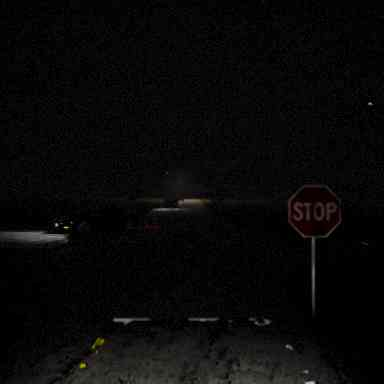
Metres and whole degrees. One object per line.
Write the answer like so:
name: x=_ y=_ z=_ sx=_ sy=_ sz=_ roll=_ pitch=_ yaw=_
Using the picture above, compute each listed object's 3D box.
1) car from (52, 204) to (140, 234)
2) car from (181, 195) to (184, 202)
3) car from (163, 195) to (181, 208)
car: x=-4.954 y=1.403 z=17.802 sx=1.837 sy=1.490 sz=4.892 roll=4 pitch=1 yaw=38
car: x=-2.722 y=1.315 z=71.123 sx=1.812 sy=1.442 sz=4.674 roll=0 pitch=0 yaw=0
car: x=-2.727 y=1.432 z=44.096 sx=1.812 sy=1.442 sz=4.674 roll=0 pitch=1 yaw=0
